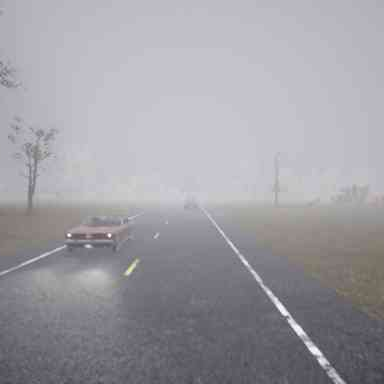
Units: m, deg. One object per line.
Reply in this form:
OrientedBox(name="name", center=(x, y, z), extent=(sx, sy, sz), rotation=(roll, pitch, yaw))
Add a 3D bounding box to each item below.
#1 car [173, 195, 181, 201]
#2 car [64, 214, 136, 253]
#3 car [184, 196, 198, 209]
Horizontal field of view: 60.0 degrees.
OrientedBox(name="car", center=(-3.926, 1.561, 88.238), extent=(1.837, 1.490, 4.892), rotation=(0, 0, 0))
OrientedBox(name="car", center=(-3.661, 1.623, 13.972), extent=(1.895, 1.301, 4.718), rotation=(0, 0, 0))
OrientedBox(name="car", center=(-0.119, 1.633, 46.252), extent=(1.895, 1.301, 4.718), rotation=(0, 0, 0))
